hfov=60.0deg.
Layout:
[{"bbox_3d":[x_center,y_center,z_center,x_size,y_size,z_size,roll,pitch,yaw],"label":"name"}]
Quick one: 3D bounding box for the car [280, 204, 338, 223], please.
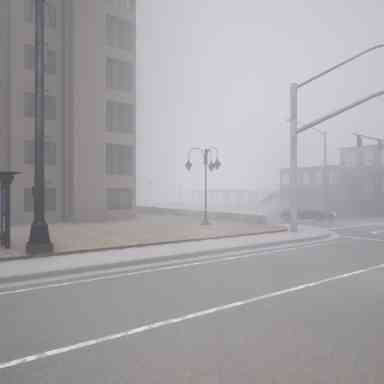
[{"bbox_3d":[9.804,1.788,28.187,2.128,1.511,4.902,0,-5,-36],"label":"car"}]
